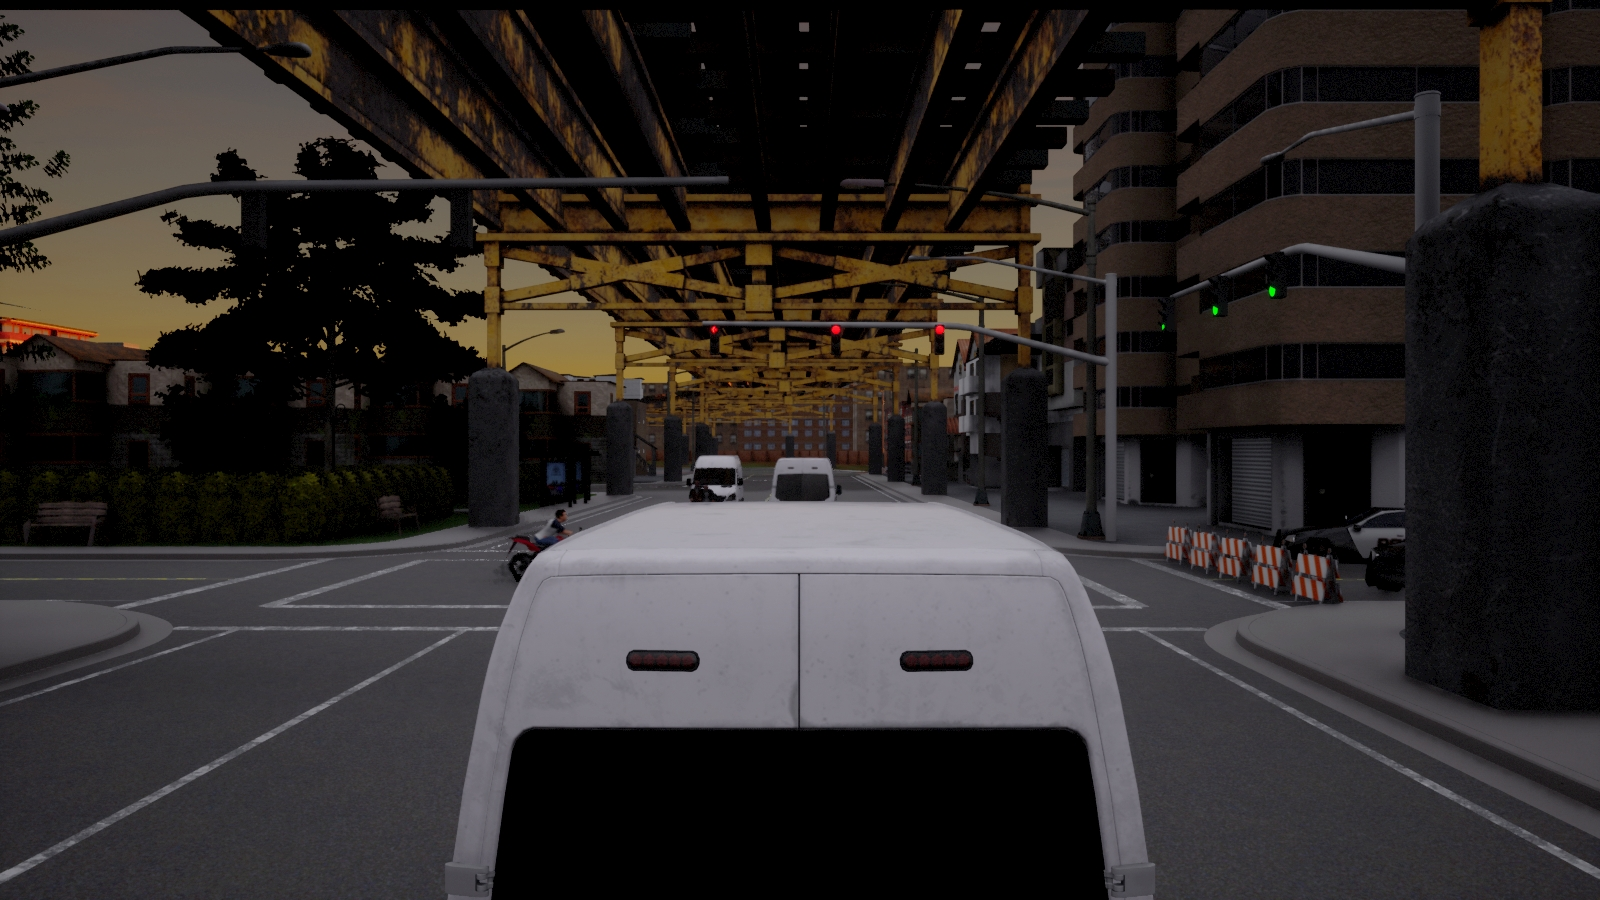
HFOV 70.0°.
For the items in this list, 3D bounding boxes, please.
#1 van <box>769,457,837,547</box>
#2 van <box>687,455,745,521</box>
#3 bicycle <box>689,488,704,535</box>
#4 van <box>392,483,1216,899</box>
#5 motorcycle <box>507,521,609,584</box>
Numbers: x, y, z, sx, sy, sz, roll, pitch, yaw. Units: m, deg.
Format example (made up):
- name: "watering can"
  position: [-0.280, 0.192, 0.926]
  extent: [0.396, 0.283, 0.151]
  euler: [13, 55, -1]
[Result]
- name: "van"
  position: [0.172, 1.519, 36.001]
  extent: [1.988, 2.561, 5.915]
  euler: [0, 0, 2]
- name: "van"
  position: [-3.456, 1.514, 48.058]
  extent: [1.988, 2.561, 5.915]
  euler: [0, 0, 0]
- name: "bicycle"
  position: [-3.463, 2.031, 38.264]
  extent: [0.329, 1.496, 1.835]
  euler: [0, 0, 1]
- name: "van"
  position: [0.015, 1.531, 5.717]
  extent: [1.988, 2.561, 5.915]
  euler: [0, 0, 0]
- name: "motorcycle"
  position: [-5.153, 2.163, 24.318]
  extent: [2.033, 1.224, 0.803]
  euler: [0, -1, -18]
